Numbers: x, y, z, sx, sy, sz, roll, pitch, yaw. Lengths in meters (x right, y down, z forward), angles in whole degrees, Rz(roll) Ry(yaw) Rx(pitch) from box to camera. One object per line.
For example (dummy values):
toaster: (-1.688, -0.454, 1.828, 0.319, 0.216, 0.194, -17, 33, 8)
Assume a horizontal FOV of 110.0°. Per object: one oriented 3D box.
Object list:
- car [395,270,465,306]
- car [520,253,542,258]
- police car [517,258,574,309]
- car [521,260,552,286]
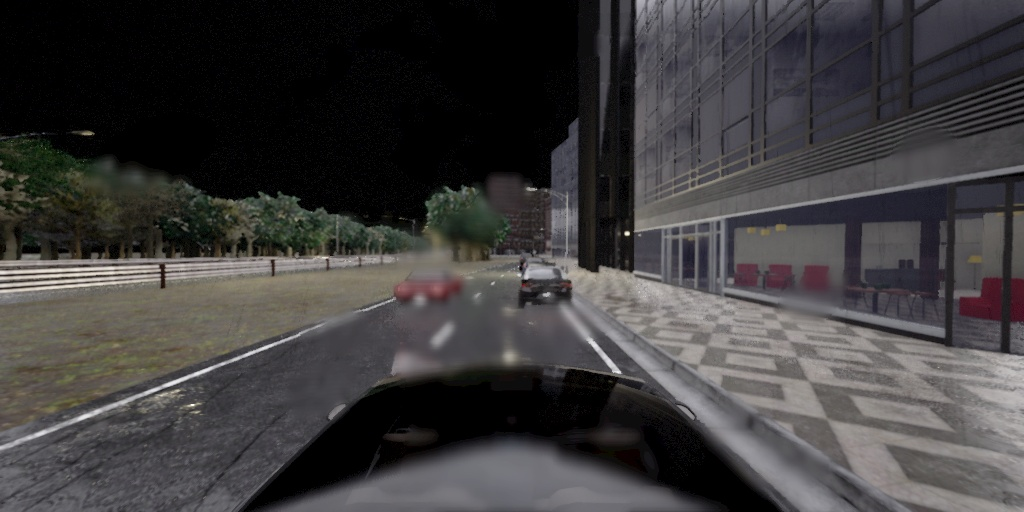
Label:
car: (-3.180, 1.220, 14.945, 1.895, 1.301, 4.718, 0, 1, 2)
car: (1.900, 0.832, 29.896, 2.097, 1.767, 4.553, 0, 1, 3)
police car: (1.226, 1.052, 14.252, 1.930, 1.638, 5.238, 0, 1, 2)
car: (1.589, 1.060, 24.011, 1.812, 1.442, 4.674, 0, 1, 3)
